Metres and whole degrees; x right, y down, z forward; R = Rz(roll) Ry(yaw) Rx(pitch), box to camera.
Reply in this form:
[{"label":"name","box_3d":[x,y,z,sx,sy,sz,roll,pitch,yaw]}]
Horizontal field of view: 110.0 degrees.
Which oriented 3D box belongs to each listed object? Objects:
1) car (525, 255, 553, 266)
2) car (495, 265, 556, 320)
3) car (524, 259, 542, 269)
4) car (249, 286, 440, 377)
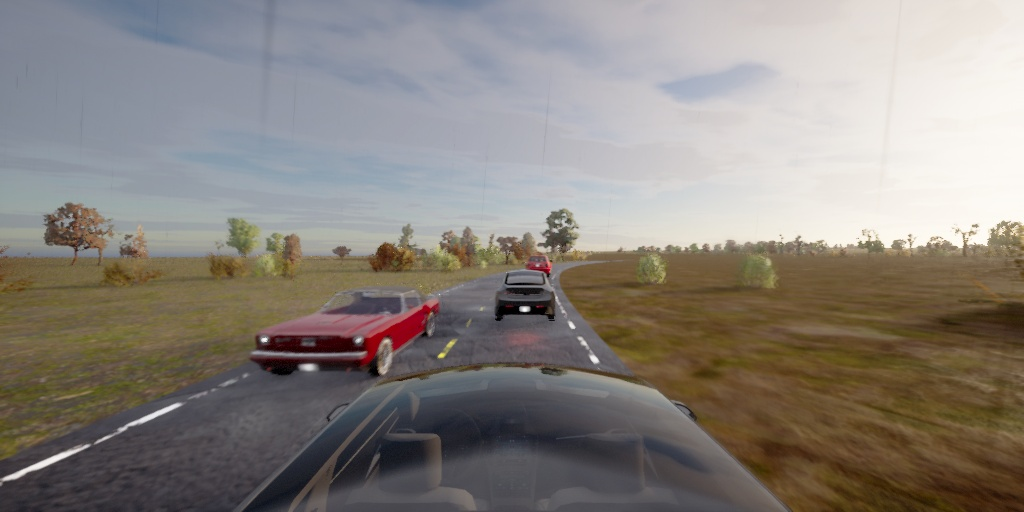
[{"label":"car","box_3d":[2.665,0.946,34.576,2.150,2.045,5.566,0,0,8]},{"label":"car","box_3d":[0.485,1.248,12.556,1.837,1.490,4.892,0,0,3]},{"label":"car","box_3d":[3.256,1.183,54.632,1.882,1.535,5.008,0,0,13]},{"label":"car","box_3d":[-2.944,1.345,7.521,1.895,1.301,4.718,0,0,2]}]
